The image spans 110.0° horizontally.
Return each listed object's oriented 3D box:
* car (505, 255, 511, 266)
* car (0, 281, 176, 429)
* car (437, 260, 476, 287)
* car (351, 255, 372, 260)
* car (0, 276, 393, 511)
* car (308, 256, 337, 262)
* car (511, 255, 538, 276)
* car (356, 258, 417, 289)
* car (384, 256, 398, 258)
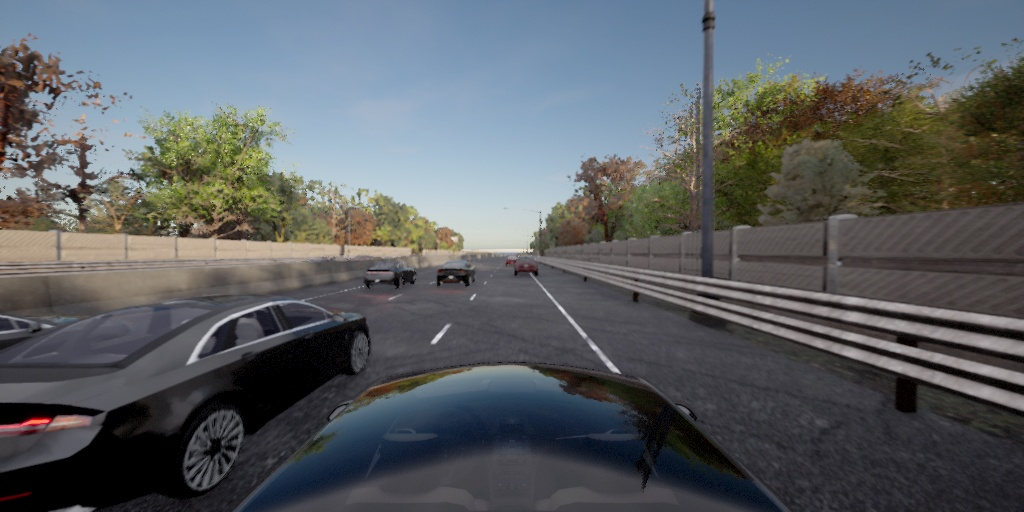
[{"bbox_3d":[0.015,0.732,53.330,1.882,1.535,5.008,0,1,0],"label":"car"},{"bbox_3d":[-6.901,1.220,3.761,2.128,1.511,4.902,0,1,0],"label":"car"},{"bbox_3d":[-3.399,1.012,22.478,1.882,1.535,5.008,0,1,0],"label":"car"},{"bbox_3d":[-21.057,0.634,50.228,2.097,1.767,4.553,0,1,1],"label":"car"},{"bbox_3d":[-3.400,1.214,4.417,2.128,1.511,4.902,0,1,0],"label":"car"},{"bbox_3d":[-24.565,0.807,46.525,2.128,1.511,4.902,0,1,0],"label":"car"},{"bbox_3d":[1.223,0.792,32.578,2.097,1.767,4.553,0,1,0],"label":"car"},{"bbox_3d":[-6.900,1.043,20.791,2.128,1.511,4.902,0,1,0],"label":"car"},{"bbox_3d":[-17.546,0.747,51.618,1.882,1.535,5.008,0,1,1],"label":"car"}]
